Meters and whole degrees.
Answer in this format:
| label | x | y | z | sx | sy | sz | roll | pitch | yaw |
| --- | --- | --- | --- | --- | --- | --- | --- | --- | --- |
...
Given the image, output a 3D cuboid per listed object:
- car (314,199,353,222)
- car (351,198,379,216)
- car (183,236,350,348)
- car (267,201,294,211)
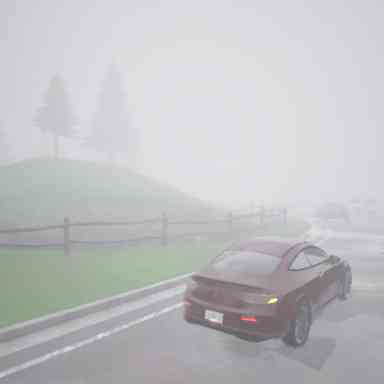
| label | x | y | z | sx | sy | sz | roll | pitch | yaw |
| --- | --- | --- | --- | --- | --- | --- | --- | --- | --- |
| car | 13.046 | 1.778 | 31.354 | 2.097 | 1.767 | 4.553 | 0 | -1 | 7 |
| car | 20.226 | 1.791 | 40.610 | 2.150 | 2.045 | 5.566 | 1 | -1 | -7 |
| car | 1.709 | 1.610 | 6.513 | 1.812 | 1.442 | 4.674 | 0 | 0 | 37 |
| car | 13.666 | 2.152 | 51.732 | 2.128 | 1.511 | 4.902 | 1 | -1 | -23 |
